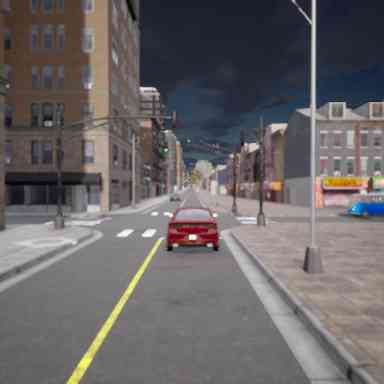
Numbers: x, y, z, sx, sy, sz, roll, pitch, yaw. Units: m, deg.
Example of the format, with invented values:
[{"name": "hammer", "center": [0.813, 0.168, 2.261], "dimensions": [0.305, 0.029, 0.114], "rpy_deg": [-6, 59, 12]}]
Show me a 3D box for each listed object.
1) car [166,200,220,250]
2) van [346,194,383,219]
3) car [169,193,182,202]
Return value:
[{"name": "car", "center": [0.043, 1.319, 13.468], "dimensions": [1.882, 1.535, 5.008], "rpy_deg": [0, 1, 0]}, {"name": "van", "center": [13.741, 1.046, 24.877], "dimensions": [3.998, 1.788, 1.690], "rpy_deg": [0, 1, 0]}, {"name": "car", "center": [-2.819, 0.917, 56.191], "dimensions": [1.837, 1.490, 4.892], "rpy_deg": [0, 1, 0]}]
